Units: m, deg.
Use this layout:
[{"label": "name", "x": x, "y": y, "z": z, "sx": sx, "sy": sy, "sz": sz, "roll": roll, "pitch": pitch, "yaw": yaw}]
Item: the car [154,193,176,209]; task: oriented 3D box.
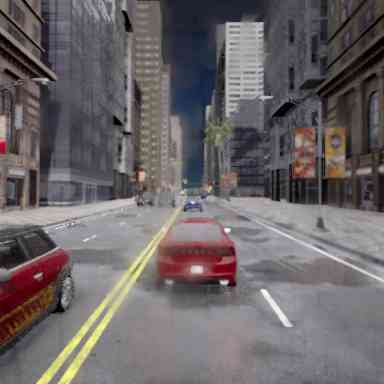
[{"label": "car", "x": -3.296, "y": 1.096, "z": 44.397, "sx": 2.150, "sy": 2.045, "sz": 5.566, "roll": 0, "pitch": 0, "yaw": 0}]

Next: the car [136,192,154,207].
[{"label": "car", "x": -6.524, "y": 1.066, "z": 47.878, "sx": 2.150, "sy": 2.045, "sz": 5.566, "roll": 0, "pitch": 0, "yaw": 1}]

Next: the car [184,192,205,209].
[{"label": "car", "x": 0.125, "y": 1.263, "z": 39.420, "sx": 2.097, "sy": 1.767, "sz": 4.553, "roll": 0, "pitch": 0, "yaw": 0}]

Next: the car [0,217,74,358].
[{"label": "car", "x": -3.346, "y": 1.336, "z": 4.558, "sx": 2.097, "sy": 1.767, "sz": 4.553, "roll": 0, "pitch": 0, "yaw": 0}]

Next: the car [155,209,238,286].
[{"label": "car", "x": 0.105, "y": 1.472, "z": 9.413, "sx": 1.882, "sy": 1.535, "sz": 5.008, "roll": 0, "pitch": 0, "yaw": 0}]

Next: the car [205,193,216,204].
[{"label": "car", "x": 3.385, "y": 1.373, "z": 60.863, "sx": 1.812, "sy": 1.442, "sz": 4.674, "roll": 0, "pitch": 0, "yaw": 0}]
